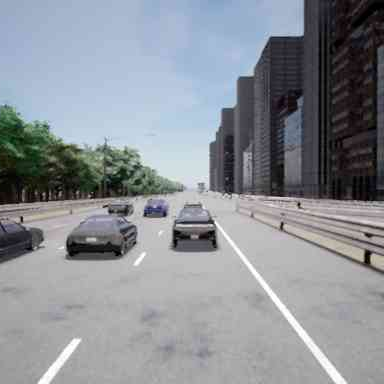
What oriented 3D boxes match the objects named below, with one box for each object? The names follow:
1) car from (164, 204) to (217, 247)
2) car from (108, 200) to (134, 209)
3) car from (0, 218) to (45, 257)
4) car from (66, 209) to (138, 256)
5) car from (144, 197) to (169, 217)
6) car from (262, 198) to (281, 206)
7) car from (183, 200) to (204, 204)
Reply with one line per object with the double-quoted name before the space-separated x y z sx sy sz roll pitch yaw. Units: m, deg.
"car" 0.106 1.500 15.142 2.128 1.511 4.902 0 0 0
"car" -6.886 1.516 32.544 2.128 1.511 4.902 0 0 0
"car" -6.893 1.552 11.064 2.033 1.411 5.357 0 0 0
"car" -3.392 1.570 13.209 1.994 1.385 4.181 0 0 0
"car" -3.386 1.377 32.321 2.097 1.767 4.553 0 0 0
"car" 10.438 1.580 45.680 2.128 1.511 4.902 0 0 -14
"car" 0.114 1.517 32.531 2.128 1.511 4.902 0 0 0
